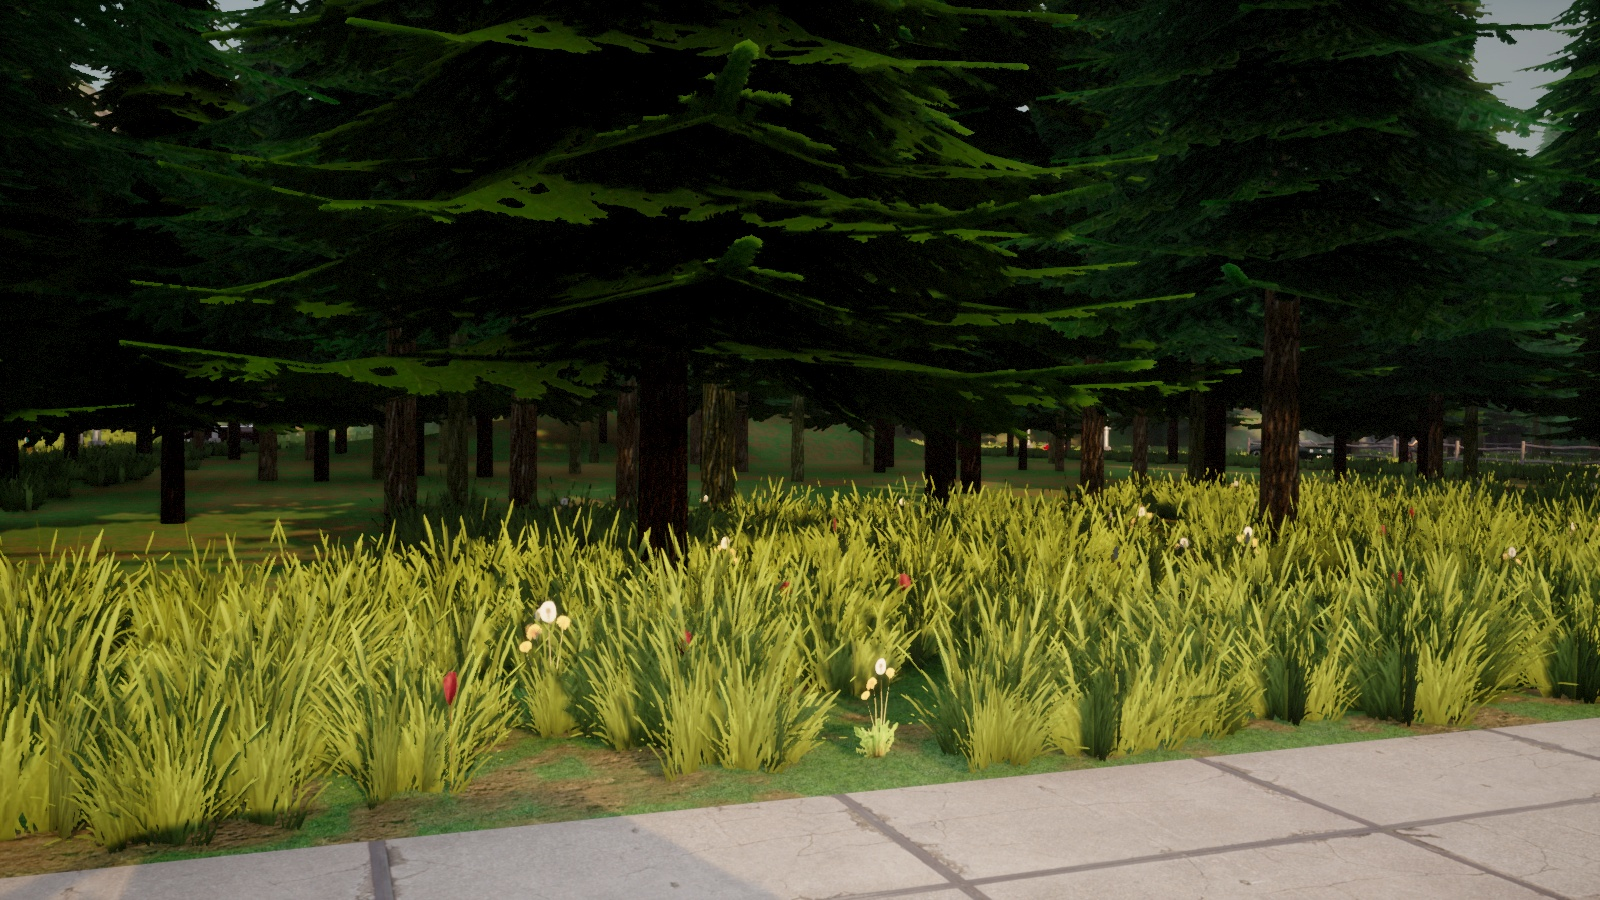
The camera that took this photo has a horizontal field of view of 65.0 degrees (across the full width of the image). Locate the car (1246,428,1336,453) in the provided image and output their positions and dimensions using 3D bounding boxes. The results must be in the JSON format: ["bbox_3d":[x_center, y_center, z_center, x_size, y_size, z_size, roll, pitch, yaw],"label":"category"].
[{"bbox_3d":[26.716,-0.531,68.480,1.895,1.301,4.718,-1,1,-20],"label":"car"}]

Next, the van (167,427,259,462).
[{"bbox_3d":[-34.851,-0.344,74.692,2.069,2.038,4.480,0,1,37],"label":"van"}]
